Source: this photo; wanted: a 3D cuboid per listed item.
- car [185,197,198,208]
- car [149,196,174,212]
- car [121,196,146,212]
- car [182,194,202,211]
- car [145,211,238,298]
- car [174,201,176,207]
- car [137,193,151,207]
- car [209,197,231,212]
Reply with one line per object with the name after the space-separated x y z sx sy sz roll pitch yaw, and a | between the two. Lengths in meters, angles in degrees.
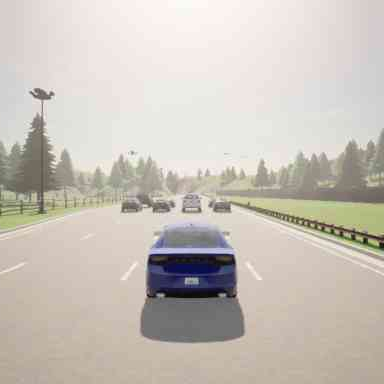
-0.053 1.478 49.584 1.882 1.535 5.008 0 0 0 | car
-3.542 1.505 39.161 1.837 1.490 4.892 0 0 0 | car
-7.042 1.505 39.157 1.837 1.490 4.892 0 0 0 | car
-0.042 1.221 39.195 2.150 2.045 5.566 0 0 0 | car
-0.009 1.478 8.556 1.882 1.535 5.008 0 0 0 | car
-3.553 1.564 49.580 1.994 1.385 4.181 0 0 0 | car
-7.053 1.221 49.607 2.150 2.045 5.566 0 0 0 | car
3.458 1.491 39.168 2.128 1.511 4.902 0 0 0 | car
